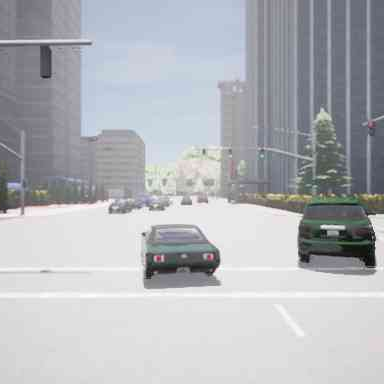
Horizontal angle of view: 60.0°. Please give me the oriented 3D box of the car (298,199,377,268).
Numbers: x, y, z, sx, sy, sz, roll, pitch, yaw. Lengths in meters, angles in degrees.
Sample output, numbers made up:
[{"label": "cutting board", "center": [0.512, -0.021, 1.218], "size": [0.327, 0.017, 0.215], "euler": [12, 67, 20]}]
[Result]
[{"label": "car", "center": [5.193, 1.243, 11.792], "size": [2.150, 2.045, 5.566], "euler": [-1, 0, 27]}]

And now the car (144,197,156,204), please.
[{"label": "car", "center": [-8.148, 1.676, 65.088], "size": [1.994, 1.385, 4.181], "euler": [0, 0, -1]}]

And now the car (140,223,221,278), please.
[{"label": "car", "center": [-0.605, 1.618, 10.241], "size": [1.895, 1.301, 4.718], "euler": [0, 0, -10]}]

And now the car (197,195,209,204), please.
[{"label": "car", "center": [2.295, 1.467, 68.889], "size": [2.097, 1.767, 4.553], "euler": [0, 0, -1]}]

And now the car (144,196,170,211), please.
[{"label": "car", "center": [-4.394, 1.565, 42.375], "size": [2.128, 1.511, 4.902], "euler": [0, 0, -1]}]

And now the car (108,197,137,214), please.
[{"label": "car", "center": [-7.871, 1.555, 36.712], "size": [2.128, 1.511, 4.902], "euler": [0, 0, 1]}]

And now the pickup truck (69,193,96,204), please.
[{"label": "pickup truck", "center": [-21.246, 1.170, 63.457], "size": [2.390, 2.098, 6.274], "euler": [0, 0, 30]}]

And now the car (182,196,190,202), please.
[{"label": "car", "center": [-1.359, 1.635, 79.064], "size": [1.837, 1.490, 4.892], "euler": [0, 0, -1]}]

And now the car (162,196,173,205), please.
[{"label": "car", "center": [-4.615, 1.586, 62.939], "size": [1.882, 1.535, 5.008], "euler": [0, 0, -1]}]

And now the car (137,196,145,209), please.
[{"label": "car", "center": [-7.939, 1.643, 45.622], "size": [1.994, 1.385, 4.181], "euler": [0, 0, -1]}]

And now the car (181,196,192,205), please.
[{"label": "car", "center": [-0.998, 1.670, 61.827], "size": [1.994, 1.385, 4.181], "euler": [0, 0, -1]}]

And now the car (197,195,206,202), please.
[{"label": "car", "center": [2.140, 1.522, 79.169], "size": [1.882, 1.535, 5.008], "euler": [0, 0, -1]}]

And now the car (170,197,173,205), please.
[{"label": "car", "center": [-4.519, 1.582, 52.630], "size": [2.128, 1.511, 4.902], "euler": [0, 0, 0]}]

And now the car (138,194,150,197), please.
[{"label": "car", "center": [-8.036, 1.317, 55.105], "size": [2.150, 2.045, 5.566], "euler": [0, 0, 0]}]
